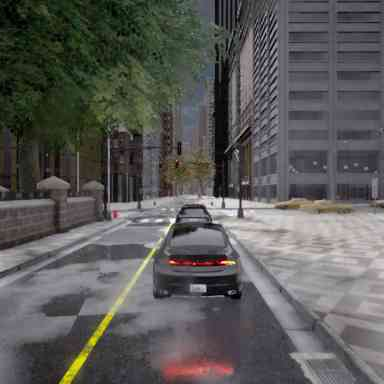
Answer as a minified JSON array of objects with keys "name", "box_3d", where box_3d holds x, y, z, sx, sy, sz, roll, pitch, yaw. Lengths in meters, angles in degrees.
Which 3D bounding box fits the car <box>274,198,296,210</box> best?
[{"name":"car","box_3d":[12.111,1.329,39.054,4.829,1.417,1.752,-1,1,0]}]

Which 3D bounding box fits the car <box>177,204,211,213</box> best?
[{"name":"car","box_3d":[0.101,1.440,18.601,2.033,1.649,4.856,0,0,1]}]

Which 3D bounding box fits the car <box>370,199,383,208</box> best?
[{"name":"car","box_3d":[23.452,1.144,38.988,4.829,1.417,1.752,-1,1,0]}]

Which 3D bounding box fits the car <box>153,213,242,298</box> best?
[{"name":"car","box_3d":[0.114,1.508,8.471,1.837,1.490,4.892,0,0,0]}]

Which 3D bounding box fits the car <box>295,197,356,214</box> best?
[{"name":"car","box_3d":[12.411,1.341,30.527,4.829,1.417,1.752,-1,1,0]}]
